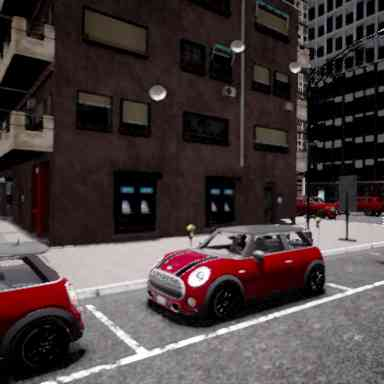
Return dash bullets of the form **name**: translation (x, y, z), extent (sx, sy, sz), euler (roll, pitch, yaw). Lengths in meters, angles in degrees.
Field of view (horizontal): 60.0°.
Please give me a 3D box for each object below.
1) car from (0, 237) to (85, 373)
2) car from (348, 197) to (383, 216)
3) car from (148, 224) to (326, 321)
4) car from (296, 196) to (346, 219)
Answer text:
- **car**: translation (-3.564, 1.433, 4.017), extent (4.097, 1.590, 1.967), euler (1, 0, -35)
- **car**: translation (16.709, 1.379, 33.186), extent (2.192, 1.841, 5.009), euler (2, 0, -36)
- **car**: translation (1.065, 1.494, 7.313), extent (4.097, 1.590, 1.967), euler (1, 0, -35)
- **car**: translation (9.962, 1.271, 28.218), extent (2.192, 1.841, 5.009), euler (2, 0, -36)
